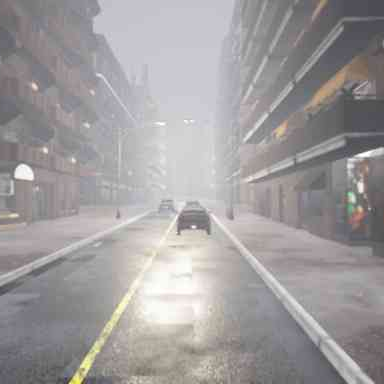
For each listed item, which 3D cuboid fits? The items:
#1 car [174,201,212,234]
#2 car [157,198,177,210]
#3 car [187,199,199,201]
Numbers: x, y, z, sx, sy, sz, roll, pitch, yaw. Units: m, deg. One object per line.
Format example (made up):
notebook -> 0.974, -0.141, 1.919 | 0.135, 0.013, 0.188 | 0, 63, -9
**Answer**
car -> 0.092, 1.528, 19.354 | 1.837, 1.490, 4.892 | 0, 0, 0
car -> -2.765, 1.469, 37.448 | 1.837, 1.490, 4.892 | 0, 0, 0
car -> 0.085, 1.551, 40.791 | 2.128, 1.511, 4.902 | 0, 0, 0
